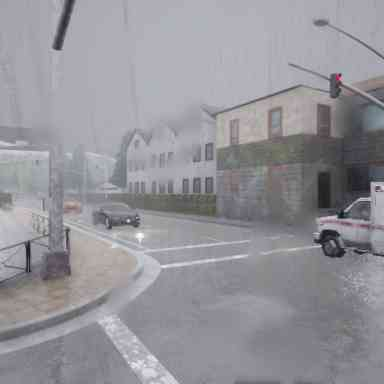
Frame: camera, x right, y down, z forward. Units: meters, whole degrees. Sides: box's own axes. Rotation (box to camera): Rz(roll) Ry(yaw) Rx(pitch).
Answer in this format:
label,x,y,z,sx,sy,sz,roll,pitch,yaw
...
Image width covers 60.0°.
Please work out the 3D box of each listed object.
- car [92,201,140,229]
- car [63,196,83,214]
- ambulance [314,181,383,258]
label,x,y,z,sx,sy,sz,roll,pitch,yaw
car,-4.782,1.365,20.475,1.837,1.490,4.892,0,0,-32
car,-12.291,1.234,32.656,2.097,1.767,4.553,0,-1,-33
ambulance,6.486,0.939,9.080,2.351,2.431,6.366,0,1,-32
